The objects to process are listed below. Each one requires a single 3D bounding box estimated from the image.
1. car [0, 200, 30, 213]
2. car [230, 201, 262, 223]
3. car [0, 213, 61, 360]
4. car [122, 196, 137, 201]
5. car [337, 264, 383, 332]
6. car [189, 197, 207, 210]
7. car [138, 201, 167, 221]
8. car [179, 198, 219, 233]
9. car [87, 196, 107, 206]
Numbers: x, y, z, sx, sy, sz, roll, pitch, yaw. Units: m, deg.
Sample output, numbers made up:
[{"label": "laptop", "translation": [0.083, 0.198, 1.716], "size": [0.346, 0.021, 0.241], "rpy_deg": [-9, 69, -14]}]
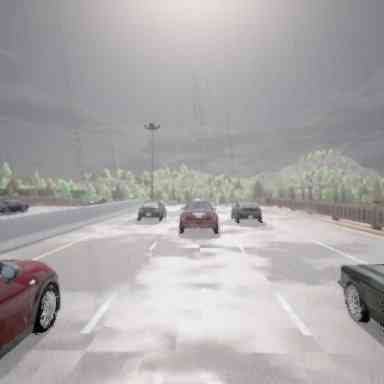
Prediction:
[{"label": "car", "translation": [-17.082, 1.409, 30.766], "size": [1.895, 1.301, 4.718], "rpy_deg": [0, 0, 1]}, {"label": "car", "translation": [3.973, 1.409, 24.695], "size": [1.837, 1.490, 4.892], "rpy_deg": [0, 0, 1]}, {"label": "car", "translation": [-3.299, 1.324, 3.854], "size": [2.097, 1.767, 4.553], "rpy_deg": [0, 0, 0]}, {"label": "car", "translation": [-9.694, 1.329, 51.852], "size": [2.128, 1.511, 4.902], "rpy_deg": [0, -2, 1]}, {"label": "car", "translation": [3.665, 1.594, 4.194], "size": [1.895, 1.301, 4.718], "rpy_deg": [0, 0, 1]}, {"label": "car", "translation": [0.725, 1.373, 40.591], "size": [2.033, 1.411, 5.357], "rpy_deg": [0, 0, 1]}, {"label": "car", "translation": [-3.024, 1.402, 25.713], "size": [1.812, 1.442, 4.674], "rpy_deg": [0, 0, 1]}, {"label": "car", "translation": [0.391, 1.268, 19.333], "size": [2.097, 1.767, 4.553], "rpy_deg": [0, 0, 1]}, {"label": "car", "translation": [-13.276, 1.329, 46.791], "size": [2.128, 1.511, 4.902], "rpy_deg": [0, -1, 1]}]
